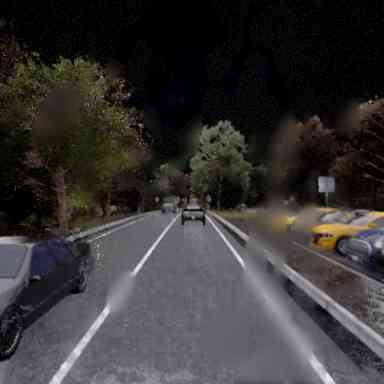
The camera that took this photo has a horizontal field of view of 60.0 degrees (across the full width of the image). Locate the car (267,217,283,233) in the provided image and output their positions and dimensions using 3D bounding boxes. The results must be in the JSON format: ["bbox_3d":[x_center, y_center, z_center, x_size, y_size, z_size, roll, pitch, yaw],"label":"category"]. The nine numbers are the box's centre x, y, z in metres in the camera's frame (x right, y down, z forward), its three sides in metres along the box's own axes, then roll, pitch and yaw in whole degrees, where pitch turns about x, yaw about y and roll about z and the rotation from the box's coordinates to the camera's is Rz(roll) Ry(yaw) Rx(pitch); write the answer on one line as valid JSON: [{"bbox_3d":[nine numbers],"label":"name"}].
[{"bbox_3d":[6.906,1.566,18.271,5.366,1.575,1.946,0,0,0],"label":"car"}]

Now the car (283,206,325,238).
[{"bbox_3d":[7.095,1.541,15.502,4.892,1.521,2.231,0,0,0],"label":"car"}]

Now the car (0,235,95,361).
[{"bbox_3d":[-3.348,1.564,6.172,2.033,1.411,5.357,0,0,0],"label":"car"}]

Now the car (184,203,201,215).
[{"bbox_3d":[0.107,2.171,43.292,2.128,1.511,4.902,0,-2,0],"label":"car"}]

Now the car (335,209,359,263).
[{"bbox_3d":[7.116,1.382,9.954,4.553,1.767,2.185,0,0,0],"label":"car"}]

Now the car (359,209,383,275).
[{"bbox_3d":[7.053,1.249,7.182,5.566,2.045,2.435,0,0,0],"label":"car"}]

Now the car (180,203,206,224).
[{"bbox_3d":[0.108,1.740,26.822,2.128,1.511,4.902,0,-1,0],"label":"car"}]

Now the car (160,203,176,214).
[{"bbox_3d":[-3.318,2.323,47.337,1.837,1.490,4.892,0,-2,0],"label":"car"}]

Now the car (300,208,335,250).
[{"bbox_3d":[7.093,1.520,12.730,5.008,1.535,2.097,0,0,0],"label":"car"}]
